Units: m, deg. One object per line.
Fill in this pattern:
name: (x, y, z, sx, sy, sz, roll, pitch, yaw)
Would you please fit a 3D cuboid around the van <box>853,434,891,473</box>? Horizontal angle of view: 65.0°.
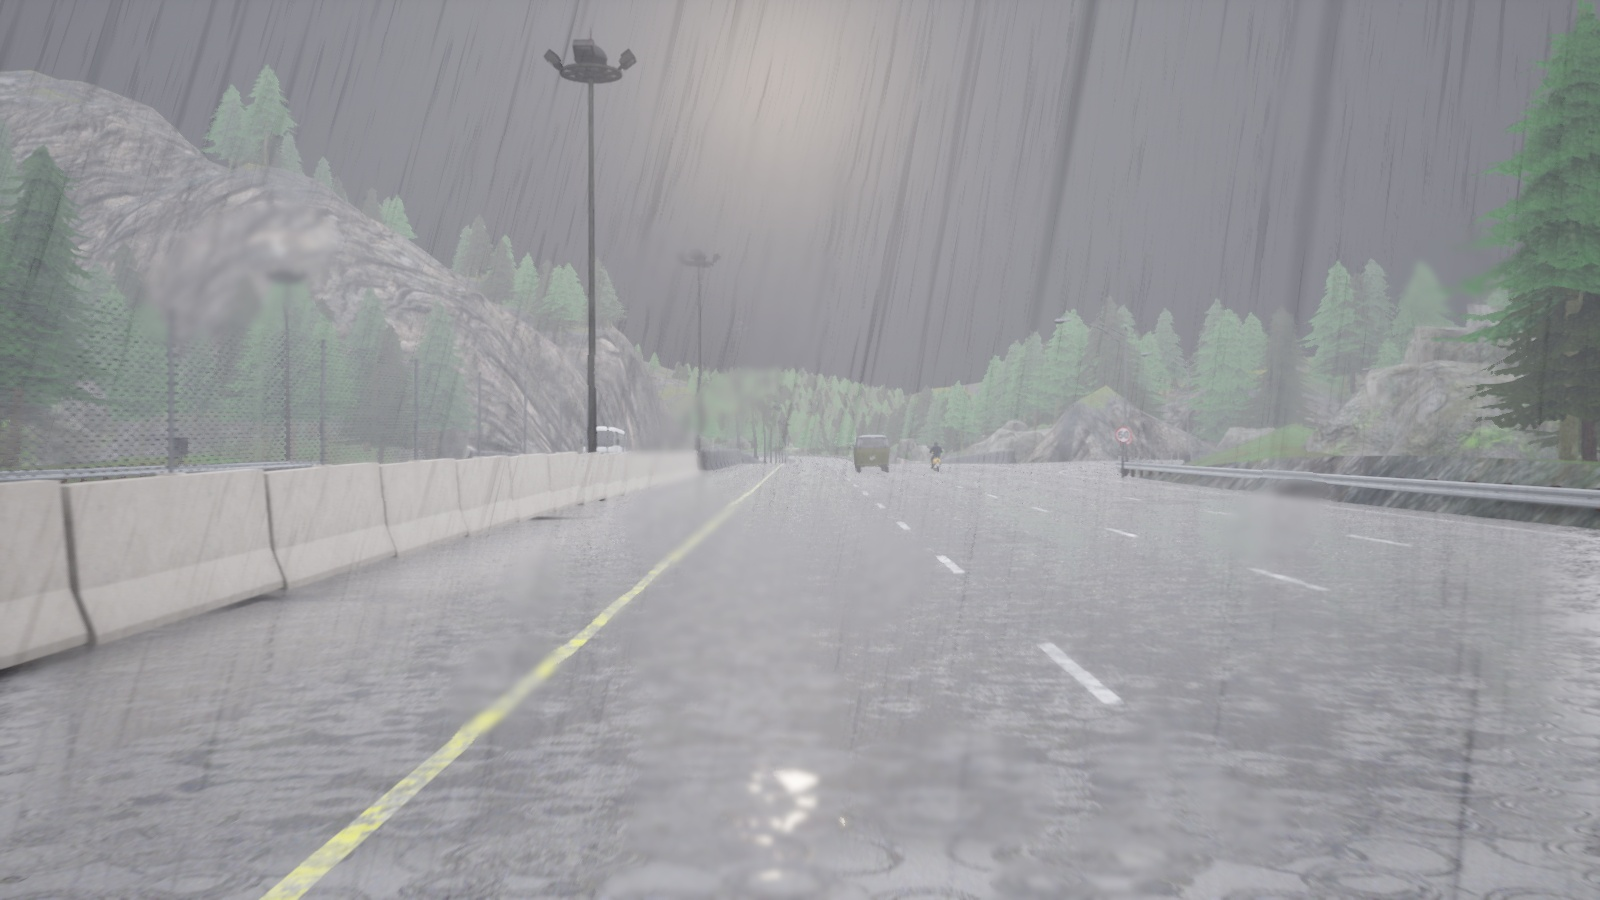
van: (3.810, 0.175, 67.243, 1.775, 1.987, 4.442, 0, 0, 0)
